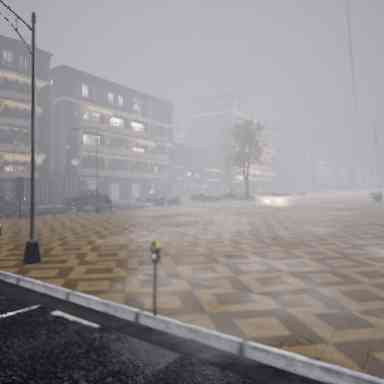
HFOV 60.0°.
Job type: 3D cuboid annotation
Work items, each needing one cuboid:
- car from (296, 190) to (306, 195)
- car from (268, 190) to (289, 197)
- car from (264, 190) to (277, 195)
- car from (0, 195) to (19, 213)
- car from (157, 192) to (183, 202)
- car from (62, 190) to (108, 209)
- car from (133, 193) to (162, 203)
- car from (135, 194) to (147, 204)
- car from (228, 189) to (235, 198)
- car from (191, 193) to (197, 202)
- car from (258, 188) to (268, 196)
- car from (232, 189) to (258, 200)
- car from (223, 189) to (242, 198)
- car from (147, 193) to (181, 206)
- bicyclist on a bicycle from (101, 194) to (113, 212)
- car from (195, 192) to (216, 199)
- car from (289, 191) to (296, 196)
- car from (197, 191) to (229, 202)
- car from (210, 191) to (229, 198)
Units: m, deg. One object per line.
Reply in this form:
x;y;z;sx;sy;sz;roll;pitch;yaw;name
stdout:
28.609;0.081;87.445;1.967;1.590;4.097;2;2;35;car
19.097;0.447;73.714;2.008;1.369;4.403;2;2;35;car
21.719;0.117;92.219;1.887;1.381;4.507;2;2;35;car
-18.242;1.092;29.970;2.097;1.767;4.553;1;1;37;car
-3.646;0.809;55.593;2.008;1.369;4.403;2;2;35;car
-12.206;0.794;38.698;2.150;2.045;5.566;1;1;35;car
-6.816;0.910;51.015;1.947;1.339;4.313;2;2;35;car
-5.586;0.916;48.239;1.812;1.442;4.674;1;1;35;car
7.644;0.629;61.920;1.837;1.490;4.892;1;1;35;car
1.774;0.763;53.356;1.882;1.535;5.008;1;1;35;car
18.551;-0.028;87.634;2.192;1.841;5.009;2;2;35;car
9.682;0.676;60.118;1.752;1.417;4.829;2;2;35;car
9.040;0.228;73.900;2.192;1.841;5.009;2;2;35;car
-3.098;1.051;41.665;2.008;1.369;4.403;2;2;35;car
-7.665;1.017;29.909;1.656;1.620;0.582;0;1;35;bicyclist on a bicycle
2.695;0.651;64.750;1.947;1.339;4.313;2;2;35;car
22.267;0.362;78.291;2.008;1.369;4.403;2;2;35;car
3.243;0.877;50.822;2.008;1.369;4.403;2;2;35;car
5.769;0.527;69.187;1.752;1.417;4.829;2;2;35;car
